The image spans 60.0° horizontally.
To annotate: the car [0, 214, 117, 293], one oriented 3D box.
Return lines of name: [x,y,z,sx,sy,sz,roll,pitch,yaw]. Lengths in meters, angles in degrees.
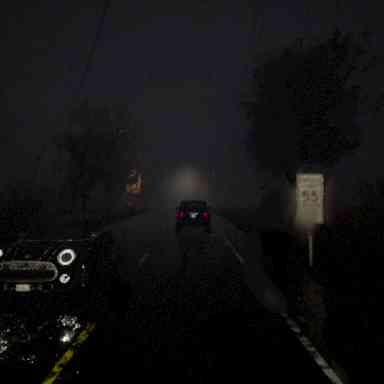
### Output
car: [-3.591,1.473,9.322,2.097,1.767,4.553,0,-1,0]

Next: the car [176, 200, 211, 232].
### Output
car: [0.090,1.527,22.315,2.150,2.045,5.566,0,0,0]

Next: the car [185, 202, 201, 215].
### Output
car: [0.111,2.091,42.573,1.882,1.535,5.008,0,-1,0]
